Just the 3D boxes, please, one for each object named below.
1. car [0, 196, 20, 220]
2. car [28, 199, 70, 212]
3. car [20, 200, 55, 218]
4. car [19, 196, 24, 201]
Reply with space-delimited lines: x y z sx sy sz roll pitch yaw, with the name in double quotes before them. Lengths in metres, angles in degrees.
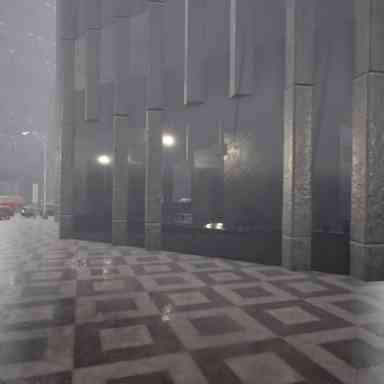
"car" -17.106 1.462 26.738 2.192 1.841 5.009 1 0 35
"car" -17.501 1.633 40.885 1.947 1.339 4.313 1 0 35
"car" -13.836 1.741 31.336 1.947 1.339 4.313 1 0 35
"car" -20.771 1.352 36.288 2.192 1.841 5.009 1 0 35
